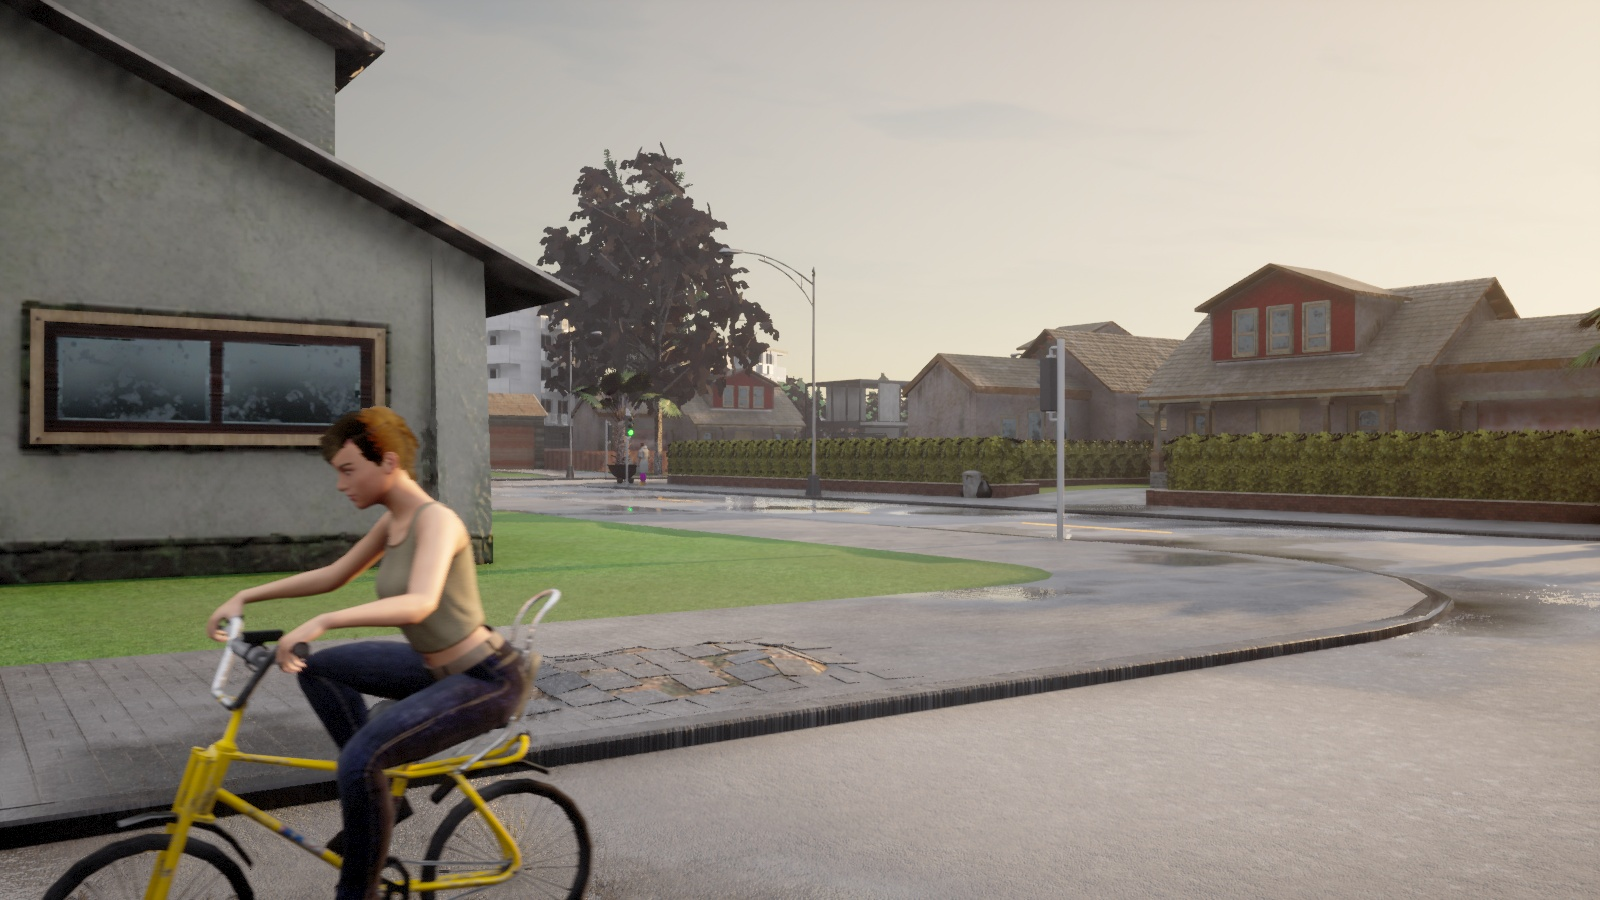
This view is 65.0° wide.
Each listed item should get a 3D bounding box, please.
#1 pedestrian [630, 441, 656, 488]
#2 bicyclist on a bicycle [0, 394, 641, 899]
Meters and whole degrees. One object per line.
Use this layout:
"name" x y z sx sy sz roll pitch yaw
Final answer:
"pedestrian" -6.603 0.598 52.738 0.873 1.952 0.659 0 0 35
"bicyclist on a bicycle" -1.303 0.692 3.363 1.509 1.612 0.866 0 0 -35
